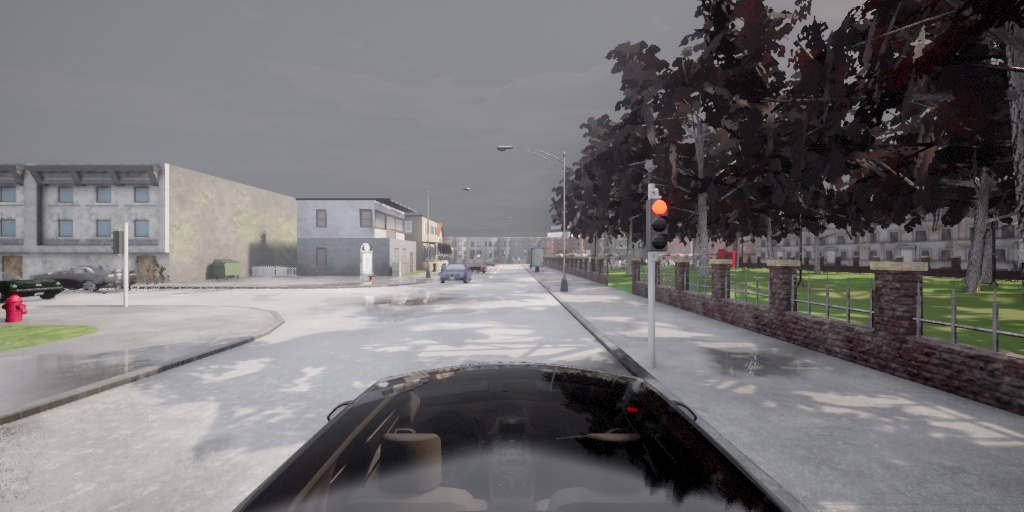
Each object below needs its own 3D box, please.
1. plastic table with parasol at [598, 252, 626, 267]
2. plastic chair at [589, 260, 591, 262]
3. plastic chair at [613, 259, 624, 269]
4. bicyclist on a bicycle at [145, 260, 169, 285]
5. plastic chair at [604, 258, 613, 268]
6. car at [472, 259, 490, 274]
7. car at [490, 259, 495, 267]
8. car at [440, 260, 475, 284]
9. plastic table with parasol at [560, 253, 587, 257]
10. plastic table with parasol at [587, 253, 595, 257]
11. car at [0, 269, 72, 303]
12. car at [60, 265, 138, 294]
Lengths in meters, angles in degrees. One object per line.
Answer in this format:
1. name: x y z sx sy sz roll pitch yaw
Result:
1. plastic table with parasol: 15.269 0.694 55.039 2.482 2.480 2.482 0 0 -40
2. plastic chair: 13.692 1.304 62.364 0.730 1.272 0.750 0 0 -35
3. plastic chair: 16.003 1.296 54.041 0.750 1.272 0.730 0 0 -40
4. bicyclist on a bicycle: -23.871 1.098 24.156 0.582 1.620 1.656 0 0 0
5. plastic chair: 14.296 1.306 54.136 0.730 1.272 0.750 0 0 -35
6. car: -4.116 1.103 42.151 2.097 1.767 4.553 0 0 0
7. car: -4.048 1.298 65.144 2.033 1.411 5.357 0 0 1
8. car: -4.110 1.276 26.897 1.812 1.442 4.674 0 0 0
9. plastic table with parasol: 9.949 0.684 57.775 2.482 2.480 2.482 0 0 -40
10. plastic table with parasol: 14.644 0.673 63.252 2.482 2.480 2.482 0 0 -42
11. car: -22.993 1.351 15.758 4.718 1.301 1.895 0 0 0
12. car: -23.816 1.241 19.921 4.902 1.511 2.128 0 0 0
